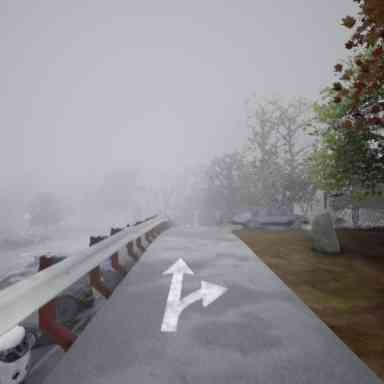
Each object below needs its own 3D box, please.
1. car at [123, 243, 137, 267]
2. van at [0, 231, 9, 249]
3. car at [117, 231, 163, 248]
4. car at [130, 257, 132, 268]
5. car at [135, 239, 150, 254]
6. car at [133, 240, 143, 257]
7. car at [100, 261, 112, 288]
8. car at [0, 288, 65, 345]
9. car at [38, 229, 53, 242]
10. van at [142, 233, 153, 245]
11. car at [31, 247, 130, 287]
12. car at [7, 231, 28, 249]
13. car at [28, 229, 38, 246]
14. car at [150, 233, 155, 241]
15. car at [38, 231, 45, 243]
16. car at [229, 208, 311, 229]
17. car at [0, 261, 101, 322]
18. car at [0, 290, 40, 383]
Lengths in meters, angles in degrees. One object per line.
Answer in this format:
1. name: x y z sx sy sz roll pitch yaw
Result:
1. car: -6.920 5.147 25.802 4.553 1.767 2.185 2 -4 -20
2. van: -23.988 5.878 38.082 4.442 1.987 1.878 1 -4 -20
3. car: -6.925 6.249 43.928 5.566 2.045 2.435 2 -4 -20
4. car: -6.914 5.097 22.775 4.792 1.488 2.163 2 -4 -20
5. car: -6.904 5.683 31.830 4.892 1.521 2.231 2 -4 -20
6. car: -6.938 5.352 28.825 4.553 1.767 2.185 2 -4 -20
7. car: -7.038 4.649 16.689 5.366 1.575 1.946 2 -4 -20
8. car: -6.860 4.250 10.733 4.892 1.521 2.231 2 -4 -20
9. car: -23.938 6.652 49.918 5.566 2.045 2.435 1 -4 -20
10. van: -6.810 5.666 34.906 4.442 1.987 1.878 2 -4 -20
11. car: -6.844 4.614 19.799 5.566 2.045 2.435 2 -4 -20
12. car: -23.866 6.055 41.095 5.566 2.045 2.435 1 -4 -20
13. car: -23.874 6.254 44.047 5.566 2.045 2.435 1 -4 -20
14. car: -6.895 5.966 37.875 4.553 1.767 2.185 2 -4 -20
15. car: -23.887 6.735 46.988 4.792 1.488 2.163 1 -4 -20
16. car: 5.287 1.815 22.998 5.357 1.411 2.033 0 -4 -3
17. car: -6.884 4.202 13.750 5.566 2.045 2.435 2 -4 -20
18. car: -6.804 3.794 7.736 5.566 2.045 2.435 2 -4 -20
